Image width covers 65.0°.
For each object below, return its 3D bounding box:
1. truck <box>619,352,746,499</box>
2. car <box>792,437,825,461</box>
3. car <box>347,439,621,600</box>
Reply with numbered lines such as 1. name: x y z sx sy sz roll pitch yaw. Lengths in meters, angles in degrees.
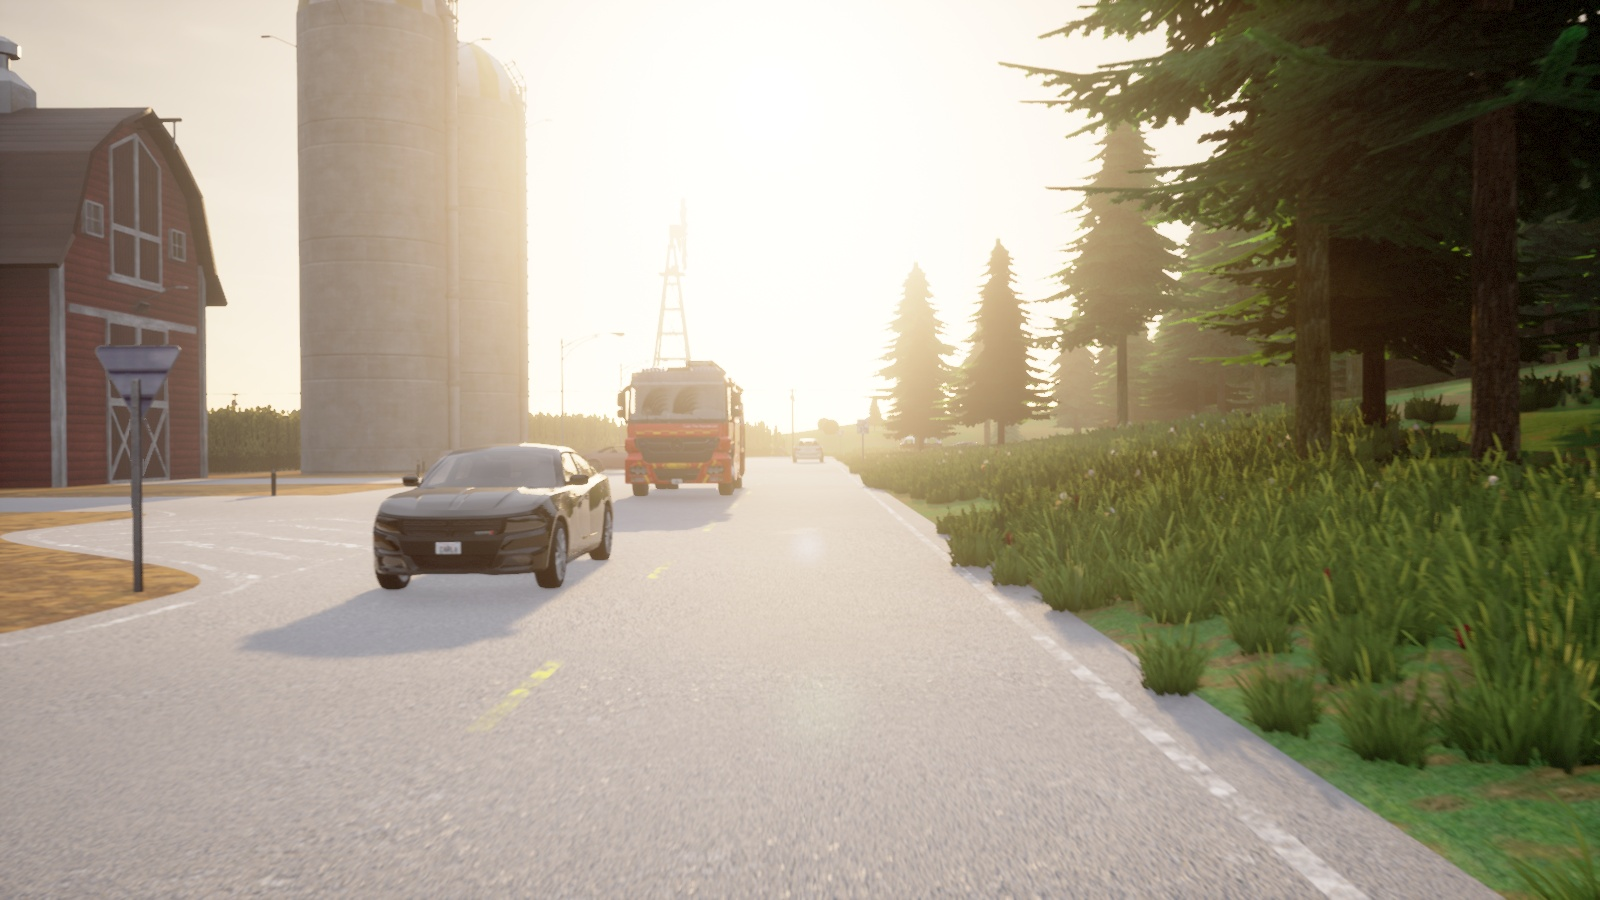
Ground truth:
1. truck: -3.256 -0.668 37.195 2.891 3.827 8.468 0 0 0
2. car: 0.595 -0.085 89.506 2.242 1.667 4.611 0 0 0
3. car: -3.398 0.649 14.575 1.882 1.535 5.008 0 0 0
